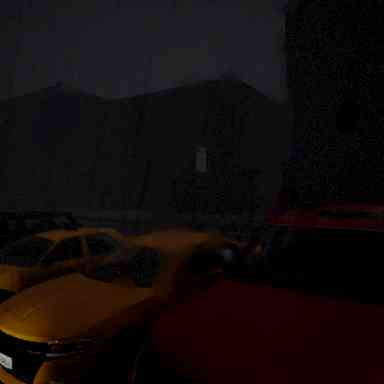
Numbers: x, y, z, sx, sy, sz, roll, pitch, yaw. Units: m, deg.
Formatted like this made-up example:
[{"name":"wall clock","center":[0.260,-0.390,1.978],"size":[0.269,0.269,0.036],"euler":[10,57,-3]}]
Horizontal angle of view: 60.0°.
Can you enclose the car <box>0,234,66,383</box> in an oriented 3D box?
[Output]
[{"name":"car","center":[-0.481,1.467,5.485],"size":[2.097,1.535,5.008],"euler":[0,0,35]}]

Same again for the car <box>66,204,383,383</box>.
[{"name":"car","center":[1.765,1.216,3.842],"size":[2.435,2.045,5.566],"euler":[0,0,35]}]

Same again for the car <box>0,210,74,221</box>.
[{"name":"car","center":[-4.898,1.342,8.664],"size":[2.185,1.767,4.553],"euler":[0,0,35]}]

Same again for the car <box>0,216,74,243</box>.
[{"name":"car","center":[-2.859,1.466,6.945],"size":[1.946,1.575,5.366],"euler":[0,0,35]}]
